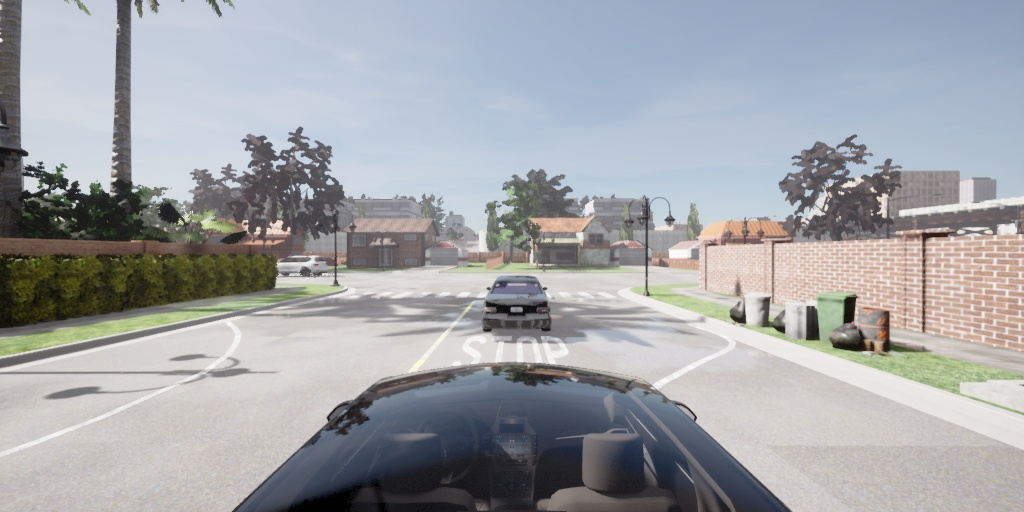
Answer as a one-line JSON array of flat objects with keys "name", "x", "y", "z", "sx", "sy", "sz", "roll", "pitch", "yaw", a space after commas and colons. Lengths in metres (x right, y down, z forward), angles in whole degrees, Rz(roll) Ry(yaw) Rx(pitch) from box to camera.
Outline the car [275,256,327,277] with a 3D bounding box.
[{"name": "car", "x": -21.032, "y": 0.995, "z": 35.021, "sx": 5.566, "sy": 2.045, "sz": 2.150, "roll": 0, "pitch": 0, "yaw": 2}]

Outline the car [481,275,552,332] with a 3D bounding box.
[{"name": "car", "x": 0.145, "y": 1.295, "z": 10.876, "sx": 2.033, "sy": 1.411, "sz": 5.357, "roll": 0, "pitch": 0, "yaw": 1}]
